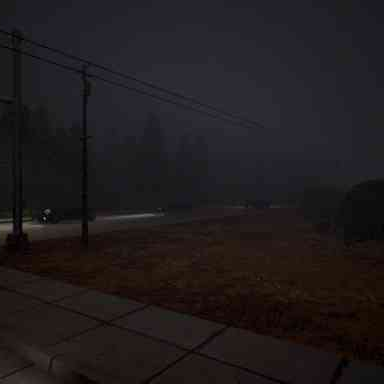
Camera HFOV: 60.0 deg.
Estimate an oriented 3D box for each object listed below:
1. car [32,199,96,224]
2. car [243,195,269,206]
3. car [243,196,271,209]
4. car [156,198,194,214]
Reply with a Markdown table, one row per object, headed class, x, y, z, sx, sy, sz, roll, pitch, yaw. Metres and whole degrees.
| class | x | y | z | sx | sy | sz | roll | pitch | yaw |
| --- | --- | --- | --- | --- | --- | --- | --- | --- | --- |
| car | -9.521 | 1.359 | 24.942 | 2.097 | 1.767 | 4.553 | 0 | 0 | 37 |
| car | 9.912 | 1.331 | 50.990 | 1.882 | 1.535 | 5.008 | 0 | 0 | 37 |
| car | 8.468 | 1.468 | 42.997 | 1.895 | 1.301 | 4.718 | 0 | 0 | 37 |
| car | -1.778 | 1.429 | 35.382 | 2.128 | 1.511 | 4.902 | 0 | 0 | 37 |
